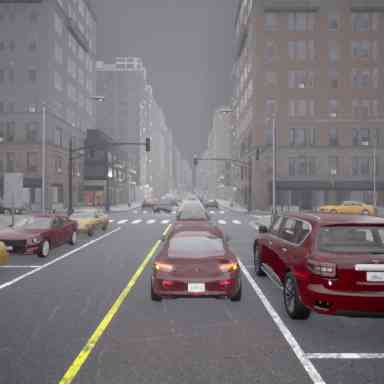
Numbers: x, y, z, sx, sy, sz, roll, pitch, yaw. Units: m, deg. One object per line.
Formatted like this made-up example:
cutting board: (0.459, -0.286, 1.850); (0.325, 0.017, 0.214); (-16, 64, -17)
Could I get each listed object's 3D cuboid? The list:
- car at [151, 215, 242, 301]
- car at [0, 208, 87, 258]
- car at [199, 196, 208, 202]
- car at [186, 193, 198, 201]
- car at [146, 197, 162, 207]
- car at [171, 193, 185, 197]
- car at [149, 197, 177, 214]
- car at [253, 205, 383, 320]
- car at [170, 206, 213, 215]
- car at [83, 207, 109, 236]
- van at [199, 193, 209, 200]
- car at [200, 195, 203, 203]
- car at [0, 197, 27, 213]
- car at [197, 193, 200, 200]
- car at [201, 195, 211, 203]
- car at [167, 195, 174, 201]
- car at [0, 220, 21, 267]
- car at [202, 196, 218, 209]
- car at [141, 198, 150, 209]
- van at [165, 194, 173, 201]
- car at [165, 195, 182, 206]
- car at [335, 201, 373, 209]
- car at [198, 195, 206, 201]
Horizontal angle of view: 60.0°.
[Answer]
car: (0.090, 1.528, 8.197); (1.812, 1.442, 4.674); (0, 0, 0)
car: (-5.843, 1.547, 12.877); (1.887, 1.381, 4.507); (1, 0, 0)
car: (2.716, 1.608, 79.548); (1.802, 1.307, 4.206); (1, 0, 0)
car: (0.044, 1.570, 85.243); (2.033, 1.411, 5.357); (0, 0, 0)
car: (-5.824, 1.557, 51.195); (1.887, 1.381, 4.507); (1, 0, 0)
car: (-2.965, 1.526, 69.146); (1.837, 1.490, 4.892); (0, 0, 0)
car: (-3.075, 1.560, 36.035); (2.033, 1.411, 5.357); (0, 0, 0)
car: (2.683, 1.317, 7.240); (2.192, 1.841, 5.009); (1, 0, 0)
car: (0.072, 1.605, 17.375); (1.895, 1.301, 4.718); (0, 0, 0)
car: (-5.840, 1.529, 18.332); (1.752, 1.417, 4.829); (1, 0, 0)
van: (2.710, 1.358, 62.529); (1.690, 1.788, 3.998); (1, 0, 0)
car: (2.704, 1.597, 56.855); (1.802, 1.307, 4.206); (1, 0, 0)
car: (-17.245, 1.198, 29.697); (4.553, 1.767, 2.097); (1, -1, 0)
car: (2.713, 1.335, 68.202); (2.192, 1.841, 5.009); (1, 0, 0)
car: (2.702, 1.594, 51.182); (1.802, 1.307, 4.206); (1, 0, 0)
car: (-5.804, 1.615, 90.904); (1.802, 1.307, 4.206); (1, 0, 0)
car: (-5.845, 1.527, 7.083); (1.752, 1.417, 4.829); (1, 0, 0)
car: (2.699, 1.593, 45.508); (1.802, 1.307, 4.206); (1, 0, 0)
car: (-5.827, 1.555, 45.522); (1.887, 1.381, 4.507); (1, 0, 0)
van: (-5.805, 1.371, 85.232); (1.690, 1.788, 3.998); (1, 0, 0)
car: (-3.068, 1.561, 52.328); (2.033, 1.411, 5.357); (0, 0, 0)
car: (15.141, 1.641, 32.697); (5.008, 1.535, 1.882); (0, -1, 1)
car: (2.721, 1.599, 90.895); (1.947, 1.339, 4.313); (1, 0, 0)
